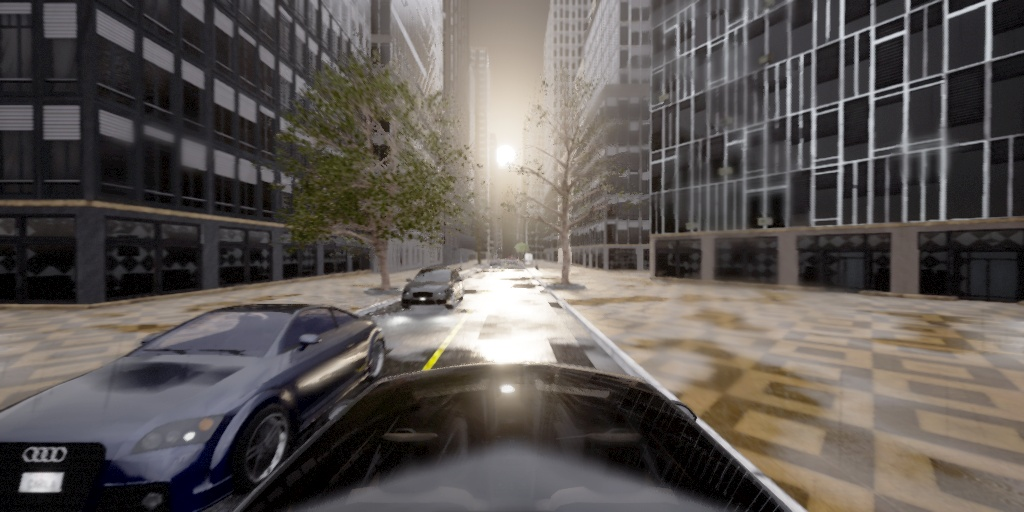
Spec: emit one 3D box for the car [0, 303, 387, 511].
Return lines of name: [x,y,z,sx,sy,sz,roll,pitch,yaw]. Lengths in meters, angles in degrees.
car: [-3.096,1.303,4.355,1.994,1.385,4.181,0,0,0]

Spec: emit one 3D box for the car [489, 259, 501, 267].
car: [-2.996,1.215,64.227,1.994,1.385,4.181,0,0,1]

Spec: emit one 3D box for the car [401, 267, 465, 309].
car: [-3.085,1.223,14.789,1.837,1.490,4.892,0,0,0]
